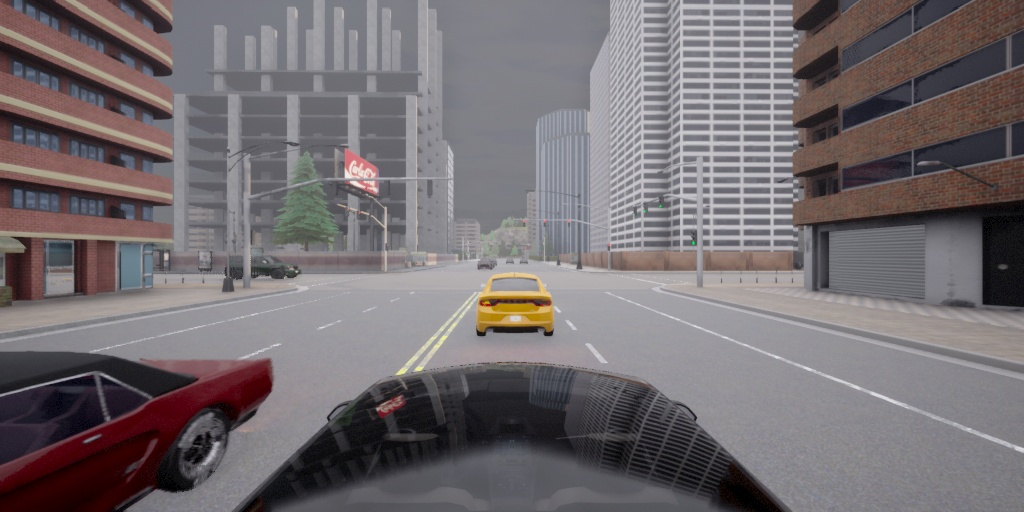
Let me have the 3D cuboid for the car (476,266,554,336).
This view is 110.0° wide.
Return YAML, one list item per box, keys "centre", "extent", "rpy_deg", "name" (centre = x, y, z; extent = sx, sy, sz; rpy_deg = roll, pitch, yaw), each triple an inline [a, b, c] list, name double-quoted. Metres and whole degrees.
- centre: [0.061, 1.228, 10.389]
  extent: [1.882, 1.535, 5.008]
  rpy_deg: [0, 0, 0]
  name: "car"

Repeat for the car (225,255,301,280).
- centre: [-20.953, 0.970, 30.260]
  extent: [5.566, 2.045, 2.150]
  rpy_deg: [0, 0, -1]
  name: "car"

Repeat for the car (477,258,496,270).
- centre: [-3.887, 1.102, 52.658]
  extent: [2.097, 1.767, 4.553]
  rpy_deg: [0, 0, 0]
  name: "car"

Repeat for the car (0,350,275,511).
- centre: [-3.594, 1.351, 1.783]
  extent: [1.895, 1.301, 4.718]
  rpy_deg: [0, 0, 0]
  name: "car"
